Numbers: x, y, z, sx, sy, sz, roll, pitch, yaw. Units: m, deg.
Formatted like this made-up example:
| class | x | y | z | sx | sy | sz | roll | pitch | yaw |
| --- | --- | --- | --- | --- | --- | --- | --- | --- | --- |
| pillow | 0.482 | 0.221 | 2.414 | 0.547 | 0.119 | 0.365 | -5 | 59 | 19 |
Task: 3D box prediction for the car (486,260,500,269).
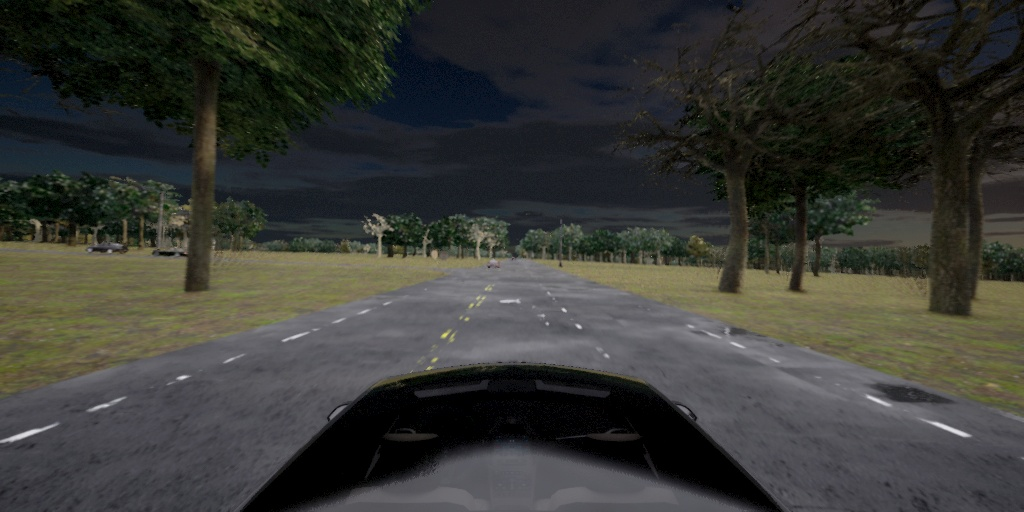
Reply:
| class | x | y | z | sx | sy | sz | roll | pitch | yaw |
| --- | --- | --- | --- | --- | --- | --- | --- | --- | --- |
| car | -2.813 | 1.282 | 55.829 | 1.812 | 1.442 | 4.674 | 1 | 0 | 0 |
